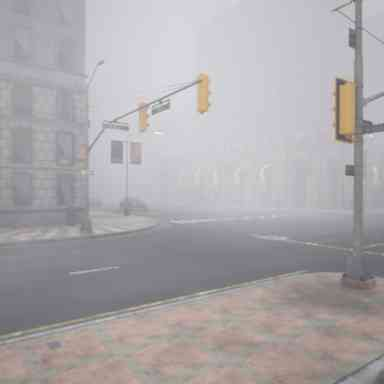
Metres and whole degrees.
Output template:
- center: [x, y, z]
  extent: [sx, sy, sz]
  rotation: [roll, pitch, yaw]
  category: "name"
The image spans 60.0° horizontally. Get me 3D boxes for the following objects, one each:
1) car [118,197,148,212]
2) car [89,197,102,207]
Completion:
- center: [-7.011, 1.413, 39.632]
  extent: [2.097, 1.767, 4.553]
  rotation: [0, 0, -36]
  category: "car"
- center: [-15.530, 1.587, 51.809]
  extent: [1.812, 1.442, 4.674]
  rotation: [0, 0, -36]
  category: "car"
